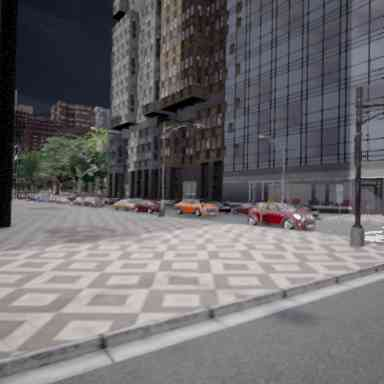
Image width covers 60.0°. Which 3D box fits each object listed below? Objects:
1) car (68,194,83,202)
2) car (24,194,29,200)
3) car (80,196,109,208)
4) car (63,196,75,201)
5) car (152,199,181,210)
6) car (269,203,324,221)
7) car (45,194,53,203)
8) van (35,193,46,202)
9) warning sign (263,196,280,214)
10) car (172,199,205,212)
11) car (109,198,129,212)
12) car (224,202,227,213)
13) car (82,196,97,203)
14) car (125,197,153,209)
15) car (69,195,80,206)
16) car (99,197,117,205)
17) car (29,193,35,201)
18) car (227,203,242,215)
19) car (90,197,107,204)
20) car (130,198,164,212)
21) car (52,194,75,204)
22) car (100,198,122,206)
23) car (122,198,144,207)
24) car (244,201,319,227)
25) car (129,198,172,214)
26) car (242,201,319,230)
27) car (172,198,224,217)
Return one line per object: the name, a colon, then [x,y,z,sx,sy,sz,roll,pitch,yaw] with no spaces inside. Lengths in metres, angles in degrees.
car: [-29.182,1.492,82.978,2.192,1.841,5.009,2,-1,-36]
car: [-39.314,1.262,82.494,2.192,1.841,5.009,2,-1,-36]
car: [-13.774,1.391,46.786,1.967,1.590,4.097,2,-1,-36]
car: [-32.477,1.701,87.575,1.752,1.417,4.829,2,-1,-36]
car: [-3.648,1.729,47.273,2.008,1.369,4.403,2,-1,-36]
car: [9.121,1.733,29.423,1.947,1.339,4.313,2,-1,-36]
car: [-26.545,1.390,64.639,1.967,1.590,4.097,2,-1,-36]
van: [-32.929,1.289,73.567,1.690,1.788,3.998,2,-1,-36]
warning sign: [8.285,1.347,34.575,1.300,1.860,1.060,2,-1,-36]
car: [-0.554,1.701,42.950,1.752,1.417,4.829,2,-1,-36]
car: [-7.291,1.472,37.719,1.752,1.417,4.829,2,-1,-36]
car: [2.736,1.739,38.348,1.947,1.339,4.313,2,-1,-36]
car: [-22.900,1.704,74.188,1.752,1.417,4.829,2,-1,-36]
car: [-7.815,1.598,48.427,2.128,1.511,4.902,2,-1,-35]
car: [-16.970,1.534,51.247,1.802,1.307,4.206,2,-1,-36]
car: [-16.418,1.746,65.124,1.947,1.339,4.313,2,-1,-36]
car: [-36.124,1.387,78.029,1.967,1.590,4.097,2,-1,-36]
car: [5.928,1.752,33.886,1.802,1.307,4.206,2,-1,-36]
car: [-19.610,1.745,69.586,1.947,1.339,4.313,2,-1,-36]
car: [-5.447,1.523,39.737,1.837,1.490,4.892,2,-1,-36]
car: [-23.255,1.476,60.037,1.752,1.417,4.829,2,-1,-36]
car: [-13.921,1.707,56.886,1.895,1.301,4.718,2,-1,-36]
car: [-10.033,1.732,56.199,2.008,1.369,4.403,2,-1,-36]
car: [6.156,1.486,23.503,1.882,1.535,5.008,2,-1,-36]
car: [-4.197,1.488,33.394,1.887,1.381,4.507,2,-1,-36]
car: [5.366,1.375,20.032,1.967,1.590,4.097,2,-1,-37]
car: [0.511,1.365,31.398,2.097,1.767,4.553,2,-1,-36]
